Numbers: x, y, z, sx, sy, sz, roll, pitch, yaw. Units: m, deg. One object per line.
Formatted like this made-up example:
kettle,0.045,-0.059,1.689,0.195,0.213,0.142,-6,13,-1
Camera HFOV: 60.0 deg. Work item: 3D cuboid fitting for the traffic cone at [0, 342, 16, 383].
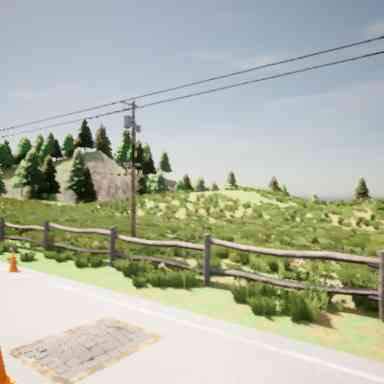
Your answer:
traffic cone,-2.362,2.015,4.011,0.340,0.580,0.340,0,-1,37

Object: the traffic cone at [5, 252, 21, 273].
traffic cone,-5.369,2.099,10.007,0.340,0.580,0.340,0,-1,37
